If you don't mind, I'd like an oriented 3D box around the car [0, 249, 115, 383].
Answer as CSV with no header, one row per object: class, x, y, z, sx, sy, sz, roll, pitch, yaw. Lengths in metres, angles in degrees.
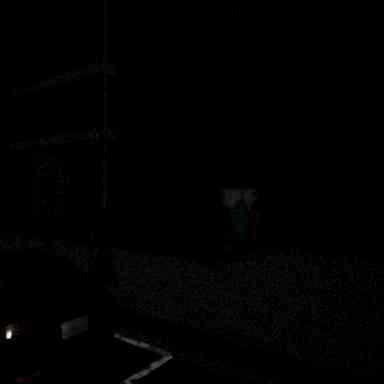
car,-3.002,1.541,4.947,4.313,1.339,1.947,0,0,35
